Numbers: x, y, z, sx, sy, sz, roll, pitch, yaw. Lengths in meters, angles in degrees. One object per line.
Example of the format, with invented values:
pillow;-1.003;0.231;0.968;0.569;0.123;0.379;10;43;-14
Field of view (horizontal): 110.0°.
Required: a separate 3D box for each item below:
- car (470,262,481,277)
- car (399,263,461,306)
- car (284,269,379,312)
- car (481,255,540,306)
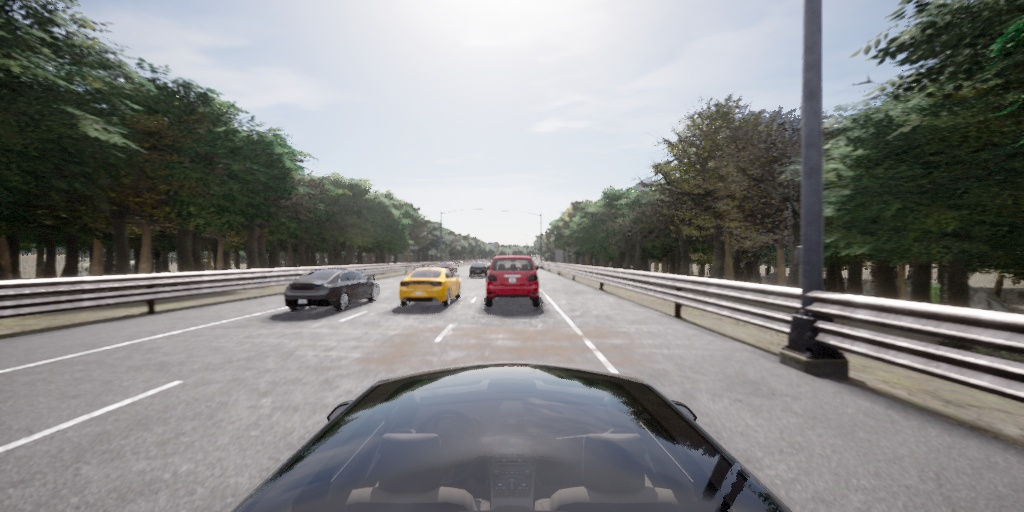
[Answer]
car;-3.411;1.389;38.732;1.882;1.535;5.008;0;0;0
car;-3.456;1.248;15.894;1.882;1.535;5.008;0;0;0
car;-6.967;1.269;14.396;1.837;1.490;4.892;0;0;1
car;0.044;0.995;16.024;2.150;2.045;5.566;0;0;1
